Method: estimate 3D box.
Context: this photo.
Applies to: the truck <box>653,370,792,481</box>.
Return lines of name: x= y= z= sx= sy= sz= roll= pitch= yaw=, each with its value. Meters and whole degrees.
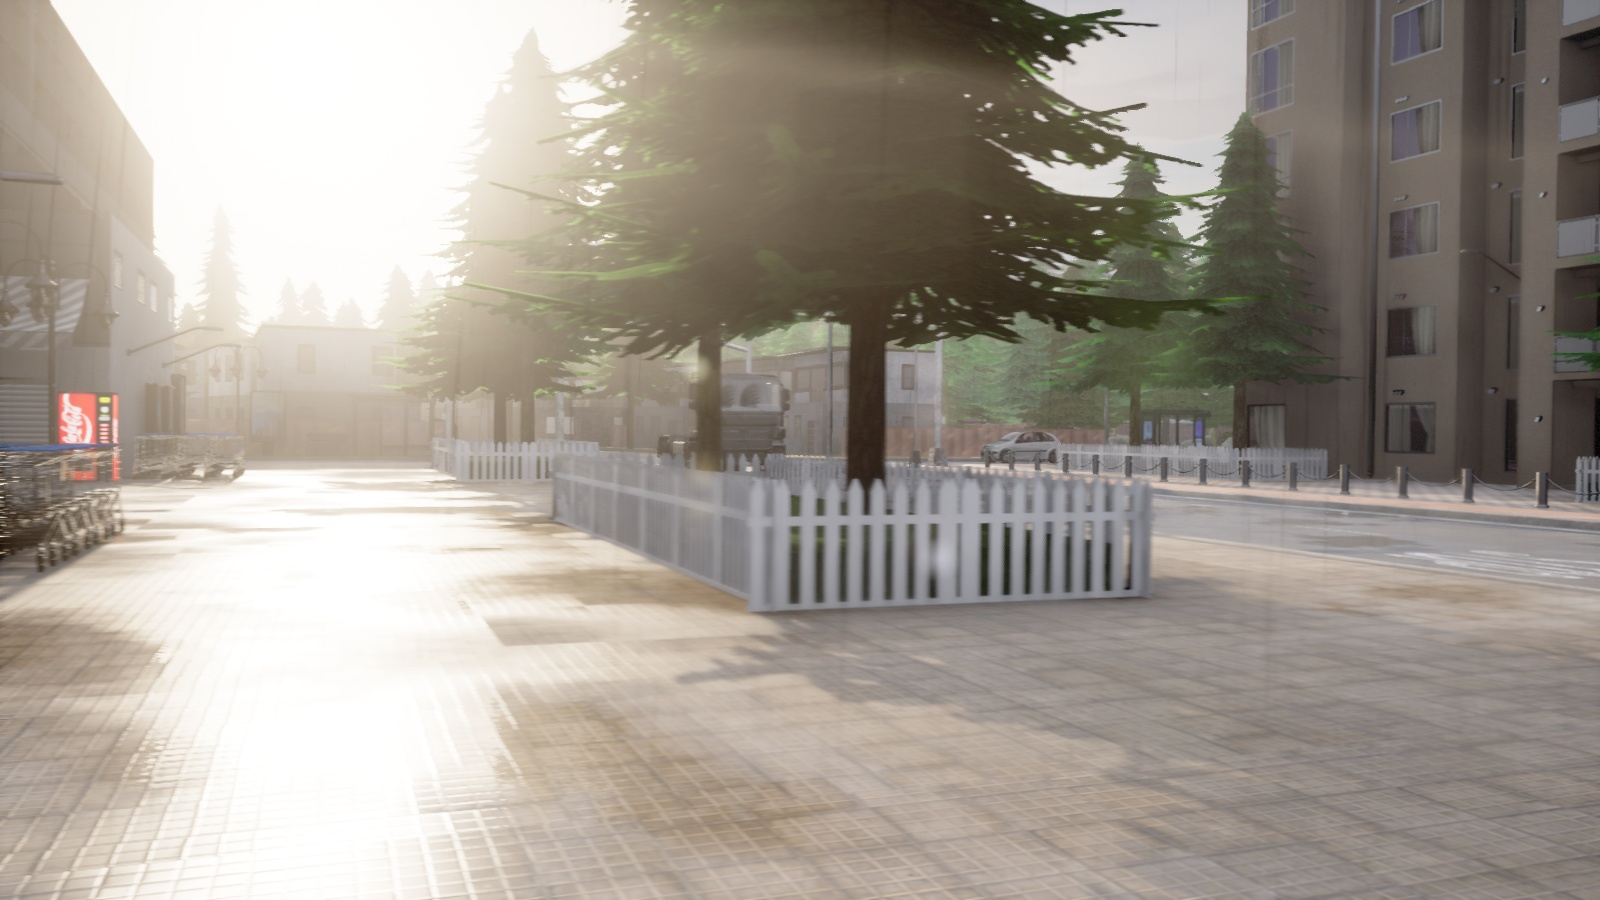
truck: x=-2.855 y=-0.841 z=43.354 sx=2.891 sy=3.462 sz=7.936 roll=-1 pitch=1 yaw=-18

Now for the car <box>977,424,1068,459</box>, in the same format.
car: x=10.912 y=-0.423 z=61.706 sx=3.988 sy=1.617 sz=1.851 roll=-1 pitch=1 yaw=-19
